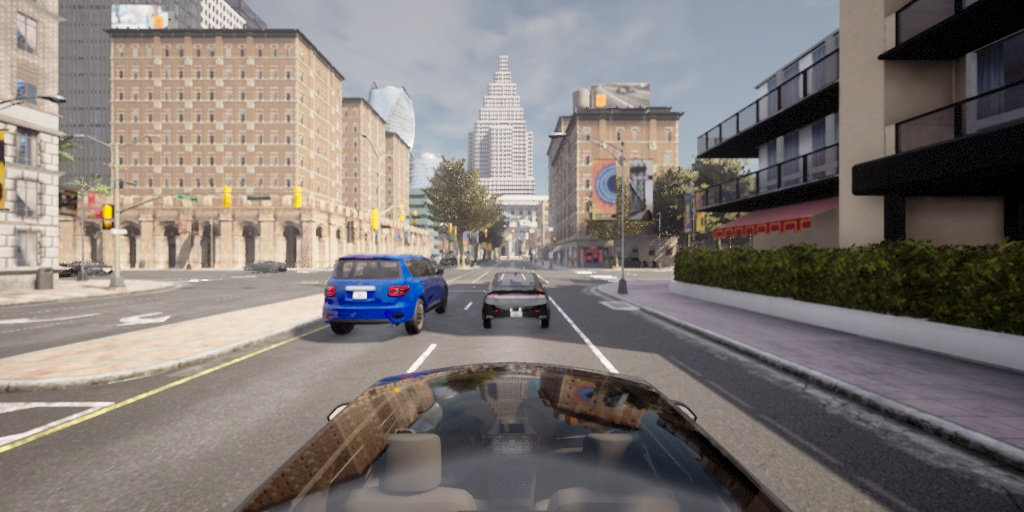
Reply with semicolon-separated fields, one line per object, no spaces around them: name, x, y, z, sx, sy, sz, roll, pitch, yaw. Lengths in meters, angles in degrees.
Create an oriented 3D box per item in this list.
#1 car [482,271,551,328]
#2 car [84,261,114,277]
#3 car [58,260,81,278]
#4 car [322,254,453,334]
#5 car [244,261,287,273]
car;0.117;1.226;11.304;2.128;1.511;4.902;0;0;0
car;-41.158;1.188;34.312;4.902;1.511;2.128;0;0;0
car;-41.235;0.923;30.799;5.566;2.045;2.150;0;0;1
car;-3.387;0.957;10.694;2.150;2.045;5.566;0;0;0
car;-28.477;1.249;41.454;4.181;1.385;1.994;0;0;1
